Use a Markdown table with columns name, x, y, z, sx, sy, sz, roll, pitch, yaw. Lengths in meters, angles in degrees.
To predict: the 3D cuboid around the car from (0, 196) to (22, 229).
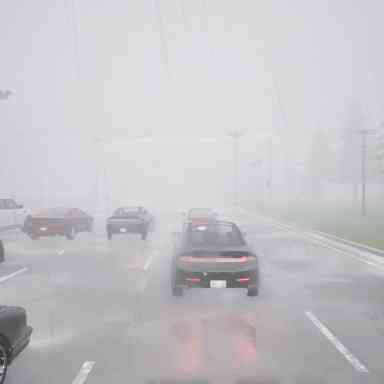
| name | x | y | z | sx | sy | sz | roll | pitch | yaw |
| --- | --- | --- | --- | --- | --- | --- | --- | --- | --- |
| car | -10.049 | 1.223 | 16.605 | 2.150 | 2.045 | 5.566 | 0 | 0 | 0 |

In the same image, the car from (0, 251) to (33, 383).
| name | x | y | z | sx | sy | sz | roll | pitch | yaw |
| --- | --- | --- | --- | --- | --- | --- | --- | --- | --- |
| car | -2.991 | 1.548 | 1.865 | 2.033 | 1.411 | 5.357 | 0 | 0 | 0 |

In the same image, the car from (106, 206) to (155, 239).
| name | x | y | z | sx | sy | sz | roll | pitch | yaw |
| --- | --- | --- | --- | --- | --- | --- | --- | --- | --- |
| car | -3.056 | 1.489 | 17.197 | 2.128 | 1.511 | 4.902 | 0 | 0 | 0 |

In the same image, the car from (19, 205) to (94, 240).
| name | x | y | z | sx | sy | sz | roll | pitch | yaw |
| --- | --- | --- | --- | --- | --- | --- | --- | --- | --- |
| car | -6.553 | 1.479 | 17.109 | 1.882 | 1.535 | 5.008 | 0 | 0 | 0 |

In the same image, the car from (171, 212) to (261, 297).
| name | x | y | z | sx | sy | sz | roll | pitch | yaw |
| --- | --- | --- | --- | --- | --- | --- | --- | --- | --- |
| car | 0.482 | 1.492 | 8.588 | 2.128 | 1.511 | 4.902 | 0 | 0 | 0 |

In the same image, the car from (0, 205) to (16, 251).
| name | x | y | z | sx | sy | sz | roll | pitch | yaw |
| --- | --- | --- | --- | --- | --- | --- | --- | --- | --- |
| car | -6.532 | 1.352 | 7.935 | 2.097 | 1.767 | 4.553 | 0 | 0 | 0 |

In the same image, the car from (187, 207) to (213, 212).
| name | x | y | z | sx | sy | sz | roll | pitch | yaw |
| --- | --- | --- | --- | --- | --- | --- | --- | --- | --- |
| car | 0.435 | 1.527 | 17.669 | 1.812 | 1.442 | 4.674 | 0 | 0 | 0 |
